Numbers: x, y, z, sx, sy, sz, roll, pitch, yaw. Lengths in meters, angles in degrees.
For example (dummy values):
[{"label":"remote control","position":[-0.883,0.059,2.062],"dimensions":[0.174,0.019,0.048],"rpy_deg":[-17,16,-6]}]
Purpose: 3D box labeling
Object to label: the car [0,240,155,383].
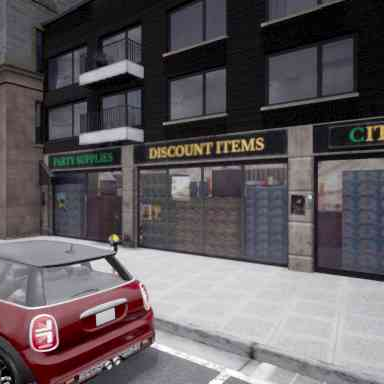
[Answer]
[{"label":"car","position":[-2.559,1.440,4.905],"dimensions":[4.097,1.590,1.967],"rpy_deg":[0,0,36]}]
